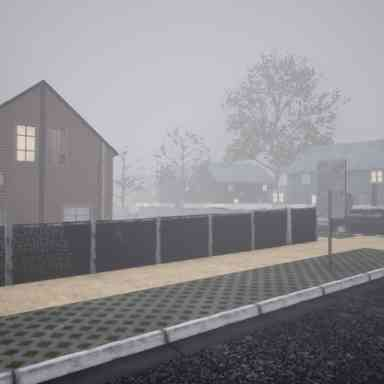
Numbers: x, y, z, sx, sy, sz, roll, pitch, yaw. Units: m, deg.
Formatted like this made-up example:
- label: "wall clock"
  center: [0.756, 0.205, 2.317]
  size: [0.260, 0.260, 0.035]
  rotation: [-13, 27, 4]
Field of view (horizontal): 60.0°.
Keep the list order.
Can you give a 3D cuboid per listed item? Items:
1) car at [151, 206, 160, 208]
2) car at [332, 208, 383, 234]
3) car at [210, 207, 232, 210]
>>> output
- label: "car"
  center: [-4.099, 2.341, 38.392]
  size: [1.994, 1.385, 4.181]
  rotation: [1, -2, -35]
- label: "car"
  center: [10.324, 1.659, 18.642]
  size: [1.882, 1.535, 5.008]
  rotation: [1, -2, -40]
- label: "car"
  center: [2.662, 2.016, 28.829]
  size: [1.812, 1.442, 4.674]
  rotation: [1, -2, -35]
